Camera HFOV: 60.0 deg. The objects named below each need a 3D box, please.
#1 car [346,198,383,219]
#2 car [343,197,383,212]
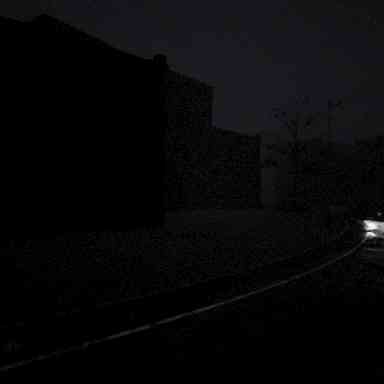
[{"bbox_3d":[14.486,1.386,27.213,2.128,1.511,4.902,1,0,12],"label":"car"},{"bbox_3d":[19.166,1.361,37.329,2.128,1.511,4.902,1,0,0],"label":"car"}]
